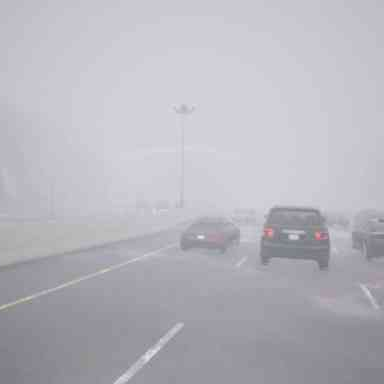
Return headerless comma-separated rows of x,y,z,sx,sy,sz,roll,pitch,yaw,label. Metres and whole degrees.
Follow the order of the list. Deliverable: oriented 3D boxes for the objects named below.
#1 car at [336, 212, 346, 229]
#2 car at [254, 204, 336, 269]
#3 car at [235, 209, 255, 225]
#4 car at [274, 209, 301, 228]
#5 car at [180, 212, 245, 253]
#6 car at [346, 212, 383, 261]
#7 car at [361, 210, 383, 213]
11.397,2.240,27.302,1.895,1.301,4.718,1,-1,13,car
3.850,1.483,12.536,2.150,2.045,5.566,1,-1,17,car
4.602,2.093,28.972,1.895,1.301,4.718,1,-1,13,car
8.002,2.167,28.146,1.895,1.301,4.718,1,-1,13,car
0.942,1.784,15.005,1.994,1.385,4.181,1,-1,17,car
7.844,1.851,13.639,1.882,1.535,5.008,1,0,17,car
15.195,2.224,28.222,1.882,1.535,5.008,1,0,13,car
